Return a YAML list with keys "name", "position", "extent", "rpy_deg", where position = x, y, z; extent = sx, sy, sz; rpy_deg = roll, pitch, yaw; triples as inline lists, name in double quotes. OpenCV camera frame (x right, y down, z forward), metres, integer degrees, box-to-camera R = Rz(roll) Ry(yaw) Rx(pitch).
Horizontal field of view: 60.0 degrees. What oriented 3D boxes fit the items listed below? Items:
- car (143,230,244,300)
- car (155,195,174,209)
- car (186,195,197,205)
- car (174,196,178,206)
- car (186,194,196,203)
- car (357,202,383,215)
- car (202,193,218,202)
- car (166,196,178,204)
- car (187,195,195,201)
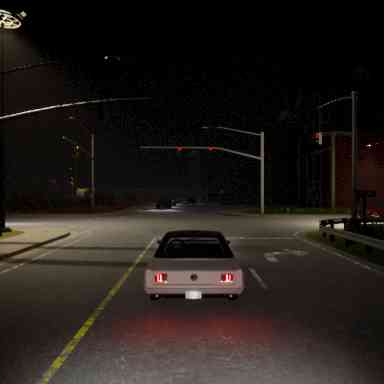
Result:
- name: "car"
  position: [0.043, 1.601, 8.325]
  extent: [1.895, 1.301, 4.718]
  rpy_deg: [0, 0, 0]
- name: "car"
  position: [-3.725, 1.523, 44.525]
  extent: [1.812, 1.442, 4.674]
  rpy_deg: [0, 0, 0]
- name: "car"
  position: [-0.166, 1.504, 57.127]
  extent: [1.837, 1.490, 4.892]
  rpy_deg: [0, 0, 0]
- name: "car"
  position: [-3.743, 1.352, 53.428]
  extent: [2.097, 1.767, 4.553]
  rpy_deg: [0, 0, 0]
- name: "car"
  position: [-0.207, 1.354, 71.124]
  extent: [2.097, 1.767, 4.553]
  rpy_deg: [0, 0, 0]
- name: "car"
  position: [15.883, 1.504, 26.738]
  extent: [5.008, 1.535, 1.882]
  rpy_deg: [0, 0, 1]
- name: "car"
  position: [3.951, 1.144, 72.909]
  extent: [1.905, 1.878, 3.866]
  rpy_deg: [-8, 3, -42]
- name: "car"
  position: [-3.747, 1.503, 62.571]
  extent: [1.837, 1.490, 4.892]
  rpy_deg: [0, 0, 0]
- name: "car"
  position: [-0.234, 1.441, 80.353]
  extent: [2.033, 1.411, 5.357]
  rpy_deg: [0, 0, 0]
